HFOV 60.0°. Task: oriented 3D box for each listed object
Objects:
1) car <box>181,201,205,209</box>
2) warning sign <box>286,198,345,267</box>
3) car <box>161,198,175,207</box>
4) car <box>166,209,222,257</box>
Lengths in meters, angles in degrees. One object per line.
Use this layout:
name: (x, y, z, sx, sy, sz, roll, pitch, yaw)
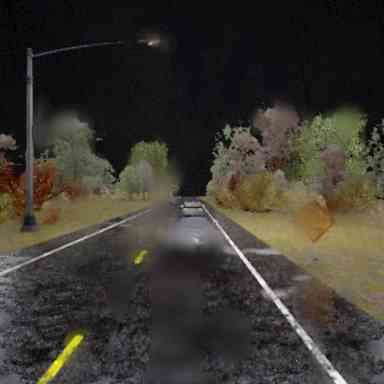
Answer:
car: (0.068, 1.501, 27.538, 2.128, 1.511, 4.902, 0, 0, 0)
warning sign: (3.537, 1.117, 9.669, 1.300, 1.860, 1.060, -1, -1, 0)
car: (-3.570, 1.636, 50.439, 1.895, 1.301, 4.718, 0, 0, 0)
car: (0.072, 1.565, 12.896, 1.994, 1.385, 4.181, 0, 0, 0)
